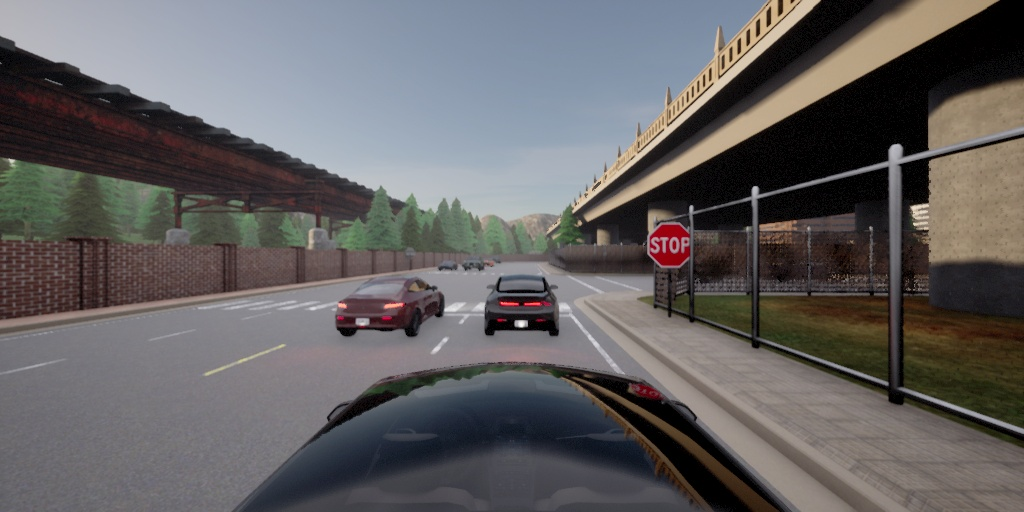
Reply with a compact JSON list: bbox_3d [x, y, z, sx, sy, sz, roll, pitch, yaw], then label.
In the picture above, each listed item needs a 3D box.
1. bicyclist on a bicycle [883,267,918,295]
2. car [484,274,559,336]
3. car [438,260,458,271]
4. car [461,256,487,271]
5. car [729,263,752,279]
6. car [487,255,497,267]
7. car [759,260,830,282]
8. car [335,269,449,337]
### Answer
[{"bbox_3d":[19.085,1.052,17.640,0.582,1.620,1.656,0,0,2],"label":"bicyclist on a bicycle"},{"bbox_3d":[0.291,1.255,10.383,1.837,1.490,4.892,0,0,2],"label":"car"},{"bbox_3d":[-8.608,1.300,48.760,2.033,1.411,5.357,0,0,3],"label":"car"},{"bbox_3d":[-5.106,0.969,48.777,2.150,2.045,5.566,0,1,3],"label":"car"},{"bbox_3d":[21.854,1.316,32.036,4.181,1.385,1.994,0,0,2],"label":"car"},{"bbox_3d":[-4.405,1.106,63.858,2.097,1.767,4.553,0,0,3],"label":"car"},{"bbox_3d":[22.330,1.104,28.517,4.553,1.767,2.097,0,0,2],"label":"car"},{"bbox_3d":[-3.217,1.276,10.187,1.812,1.442,4.674,0,0,2],"label":"car"}]
